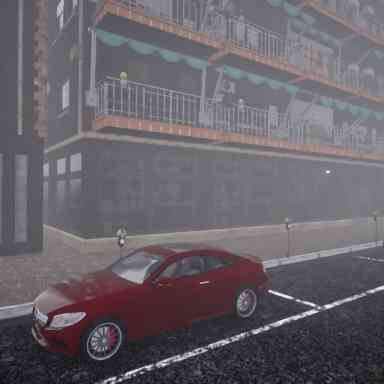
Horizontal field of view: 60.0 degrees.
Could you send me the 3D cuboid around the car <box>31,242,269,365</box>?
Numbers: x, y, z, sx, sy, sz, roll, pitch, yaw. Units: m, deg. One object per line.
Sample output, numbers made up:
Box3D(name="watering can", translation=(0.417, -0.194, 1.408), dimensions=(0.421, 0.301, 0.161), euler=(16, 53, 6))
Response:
Box3D(name="car", translation=(-0.457, 1.582, 5.760), dimensions=(4.206, 1.307, 1.802), euler=(0, 0, -35))
